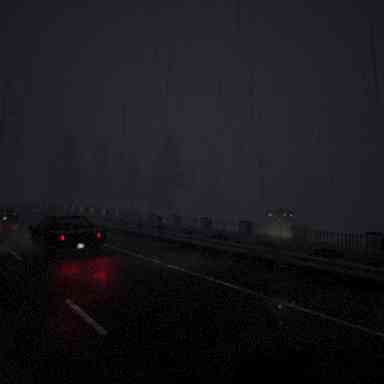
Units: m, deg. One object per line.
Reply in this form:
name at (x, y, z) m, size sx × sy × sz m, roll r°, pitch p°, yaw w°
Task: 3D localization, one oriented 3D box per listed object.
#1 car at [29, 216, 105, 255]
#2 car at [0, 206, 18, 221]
car at (-5.327, 1.644, 13.734) m, size 1.895 × 1.301 × 4.718 m, roll 0°, pitch 0°, yaw -36°
car at (-16.536, 1.879, 28.917) m, size 1.895 × 1.301 × 4.718 m, roll 0°, pitch -1°, yaw -36°
